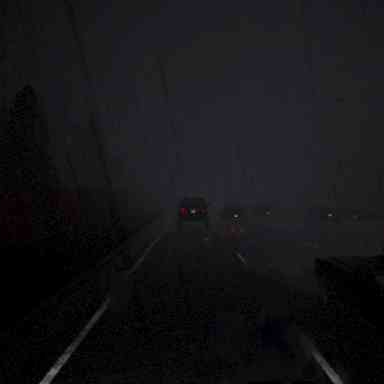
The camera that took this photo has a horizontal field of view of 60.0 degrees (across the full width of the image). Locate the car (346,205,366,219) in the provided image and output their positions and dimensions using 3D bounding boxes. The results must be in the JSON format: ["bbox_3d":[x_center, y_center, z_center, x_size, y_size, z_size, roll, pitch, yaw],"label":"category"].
[{"bbox_3d":[14.087,1.808,30.927,1.895,1.301,4.718,0,0,0],"label":"car"}]

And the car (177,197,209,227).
[{"bbox_3d":[0.086,1.387,24.498,2.150,2.045,5.566,0,0,0],"label":"car"}]

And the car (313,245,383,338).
[{"bbox_3d":[3.597,1.637,5.255,1.895,1.301,4.718,0,0,0],"label":"car"}]

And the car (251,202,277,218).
[{"bbox_3d":[7.087,1.727,32.946,1.837,1.490,4.892,0,0,0],"label":"car"}]

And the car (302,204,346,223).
[{"bbox_3d":[10.589,1.749,27.484,1.994,1.385,4.181,0,0,0],"label":"car"}]

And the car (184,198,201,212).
[{"bbox_3d":[0.083,1.650,44.607,2.097,1.767,4.553,0,0,0],"label":"car"}]

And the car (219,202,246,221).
[{"bbox_3d":[3.588,1.705,29.692,1.837,1.490,4.892,0,0,0],"label":"car"}]
